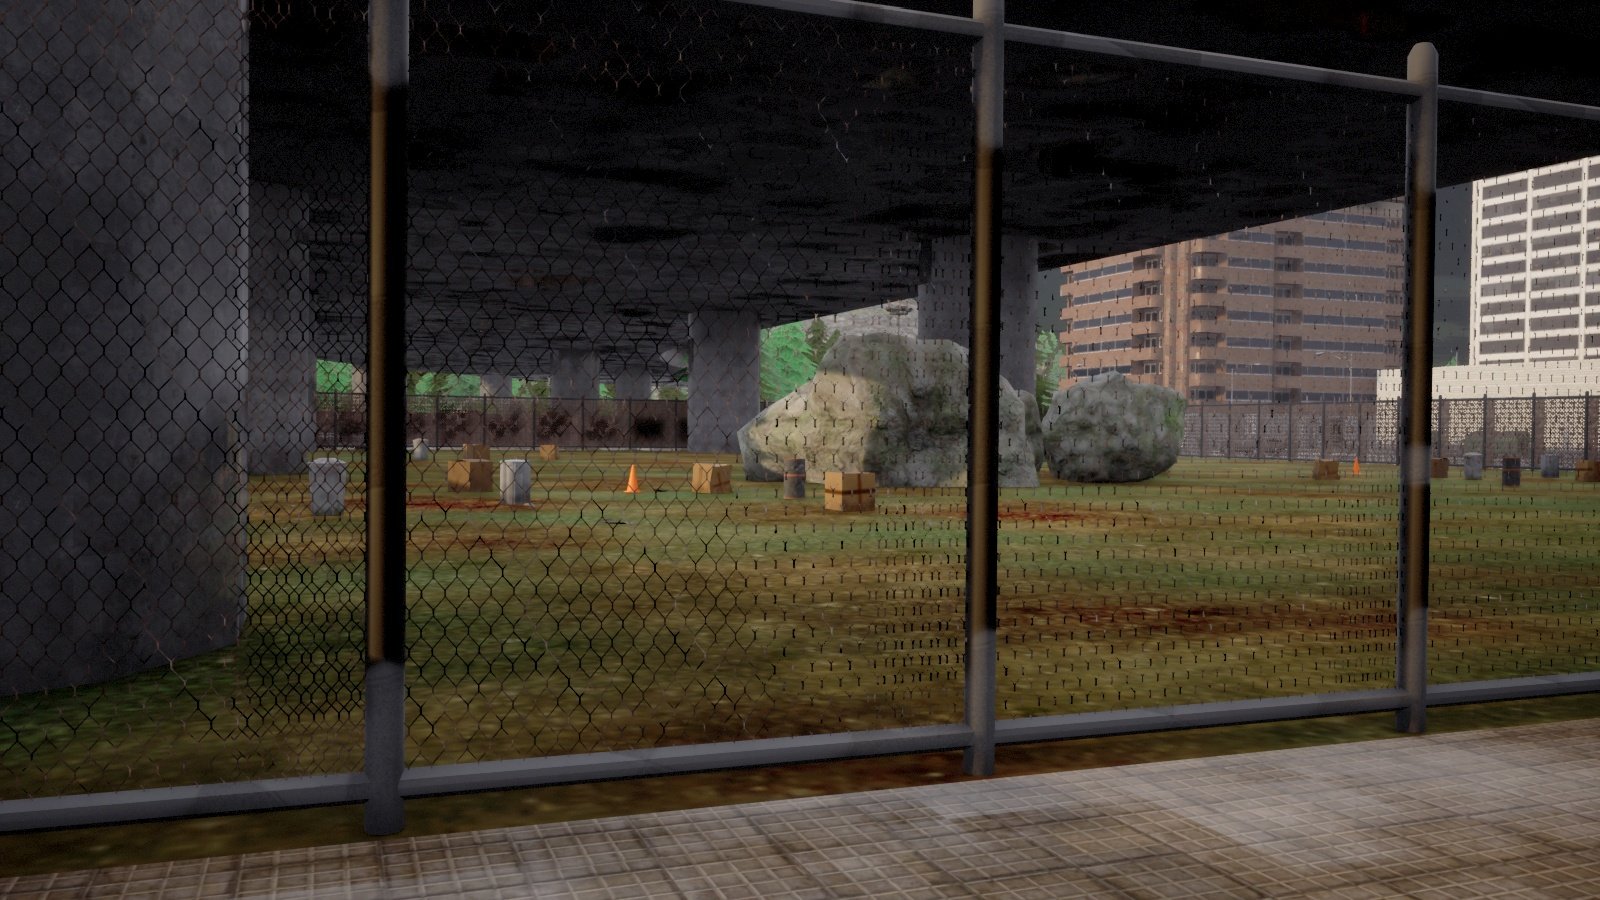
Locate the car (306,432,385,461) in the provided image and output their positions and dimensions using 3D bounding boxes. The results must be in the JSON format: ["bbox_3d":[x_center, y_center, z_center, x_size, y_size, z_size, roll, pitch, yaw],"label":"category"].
[{"bbox_3d":[-26.799,-0.220,74.097,3.988,1.617,1.851,-1,1,-42],"label":"car"}]

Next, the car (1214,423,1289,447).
[{"bbox_3d":[30.317,-1.003,84.477,2.128,1.511,4.902,-1,1,-21],"label":"car"}]
